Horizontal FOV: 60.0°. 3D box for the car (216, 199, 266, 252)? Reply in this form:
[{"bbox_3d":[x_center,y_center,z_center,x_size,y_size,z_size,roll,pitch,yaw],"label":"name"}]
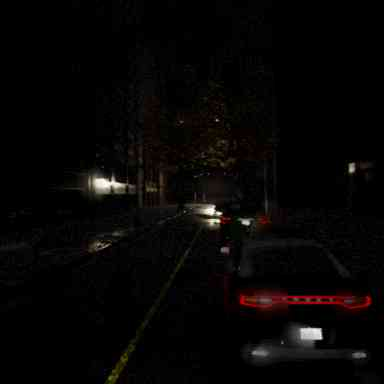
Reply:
[{"bbox_3d":[2.431,1.387,16.347,2.150,2.045,5.566,-1,-1,5],"label":"car"}]

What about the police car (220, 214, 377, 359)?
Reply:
[{"bbox_3d":[1.604,1.478,6.460,1.930,1.638,5.238,-1,-1,5],"label":"police car"}]

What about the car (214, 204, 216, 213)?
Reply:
[{"bbox_3d":[3.874,2.022,43.985,1.812,1.442,4.674,-1,-1,5],"label":"car"}]

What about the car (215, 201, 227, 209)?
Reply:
[{"bbox_3d":[5.011,2.262,57.651,1.895,1.301,4.718,-1,-1,5],"label":"car"}]

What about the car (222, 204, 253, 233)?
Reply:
[{"bbox_3d":[2.952,1.688,22.482,1.801,1.575,5.366,-1,-1,5],"label":"car"}]
